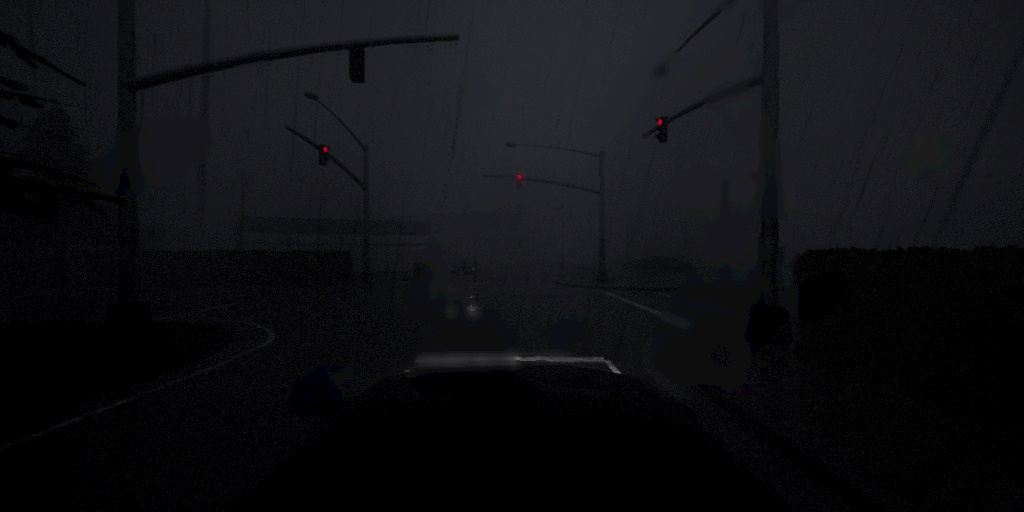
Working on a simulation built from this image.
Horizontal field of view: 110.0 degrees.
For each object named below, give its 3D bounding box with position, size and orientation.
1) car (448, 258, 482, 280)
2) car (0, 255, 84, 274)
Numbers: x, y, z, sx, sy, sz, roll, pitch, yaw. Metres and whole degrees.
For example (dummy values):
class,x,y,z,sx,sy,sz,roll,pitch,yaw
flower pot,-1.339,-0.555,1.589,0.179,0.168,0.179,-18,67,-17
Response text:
class,x,y,z,sx,sy,sz,roll,pitch,yaw
car,-3.389,0.864,26.758,1.812,1.442,4.674,0,1,0
car,-40.889,0.650,31.377,1.882,1.535,5.008,0,1,-4
